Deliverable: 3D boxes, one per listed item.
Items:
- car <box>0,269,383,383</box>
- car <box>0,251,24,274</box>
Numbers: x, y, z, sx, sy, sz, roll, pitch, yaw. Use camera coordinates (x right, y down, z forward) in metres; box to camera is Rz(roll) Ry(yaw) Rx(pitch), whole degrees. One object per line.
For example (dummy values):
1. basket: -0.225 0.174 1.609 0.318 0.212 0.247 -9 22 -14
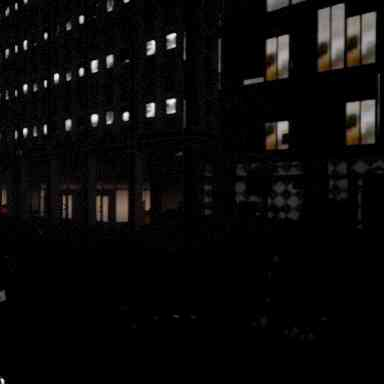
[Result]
1. car: -0.041 1.581 2.890 4.313 1.339 1.947 -1 1 36
2. car: -4.621 1.636 6.156 4.313 1.339 1.947 -1 1 36
